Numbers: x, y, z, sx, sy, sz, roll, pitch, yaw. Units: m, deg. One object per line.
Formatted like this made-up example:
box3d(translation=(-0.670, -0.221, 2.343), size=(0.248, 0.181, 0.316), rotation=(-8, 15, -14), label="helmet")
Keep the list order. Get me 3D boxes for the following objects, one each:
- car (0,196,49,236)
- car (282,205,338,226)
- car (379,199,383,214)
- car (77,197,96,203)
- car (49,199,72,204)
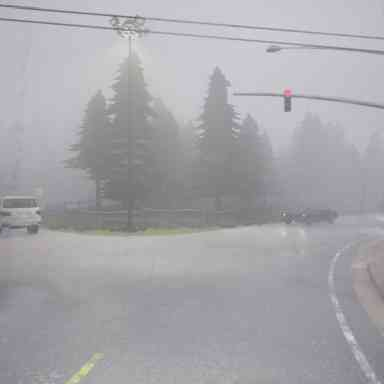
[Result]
box3d(translation=(-10.506, 1.253, 18.702), size=(5.566, 2.045, 2.150), rotation=(0, 0, 42), label="car")
box3d(translation=(8.312, 1.608, 23.341), size=(4.718, 1.301, 1.895), rotation=(0, 0, -42), label="car")
box3d(translation=(21.470, 1.232, 34.488), size=(5.566, 2.045, 2.150), rotation=(0, 0, -40), label="car")
box3d(translation=(-15.928, 1.532, 51.446), size=(2.128, 1.511, 4.902), rotation=(0, 0, 13), label="car")
box3d(translation=(-19.892, 1.641, 49.436), size=(1.895, 1.301, 4.718), rotation=(0, 0, 11), label="car")
